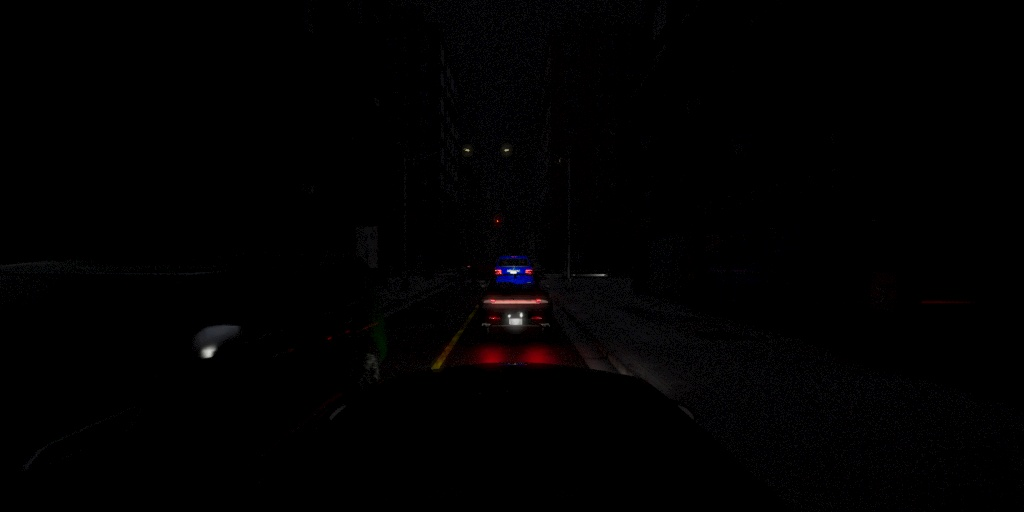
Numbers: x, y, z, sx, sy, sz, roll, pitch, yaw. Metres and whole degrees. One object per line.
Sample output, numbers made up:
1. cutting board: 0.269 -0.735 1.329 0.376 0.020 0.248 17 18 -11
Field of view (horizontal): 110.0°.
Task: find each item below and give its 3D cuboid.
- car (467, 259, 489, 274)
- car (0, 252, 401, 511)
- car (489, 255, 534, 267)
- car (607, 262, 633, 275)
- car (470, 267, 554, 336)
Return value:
1. car: -2.019 1.100 34.794 4.553 1.767 2.097 0 0 0
2. car: -2.850 0.971 2.951 2.150 2.045 5.566 0 0 0
3. car: 0.103 0.971 20.668 2.150 2.045 5.566 0 0 1
4. car: 12.159 1.317 37.689 4.181 1.385 1.994 0 0 0
5. car: 0.098 1.241 10.356 2.128 1.511 4.902 0 0 0
